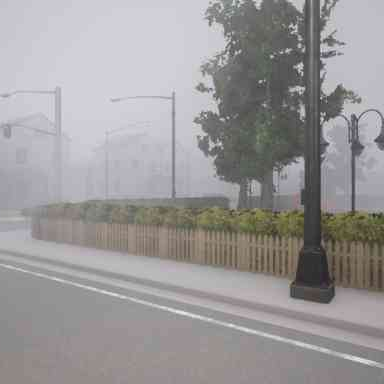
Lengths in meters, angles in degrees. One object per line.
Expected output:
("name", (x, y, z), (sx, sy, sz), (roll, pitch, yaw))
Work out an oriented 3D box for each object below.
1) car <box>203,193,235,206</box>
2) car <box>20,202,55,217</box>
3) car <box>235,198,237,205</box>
("car", (3.528, 1.221, 48.161), (2.150, 2.045, 5.566), (0, 0, 35))
("car", (-13.322, 1.564, 30.280), (1.994, 1.385, 4.181), (0, 0, 35))
("car", (6.144, 1.515, 58.045), (1.882, 1.535, 5.008), (0, 0, 35))
